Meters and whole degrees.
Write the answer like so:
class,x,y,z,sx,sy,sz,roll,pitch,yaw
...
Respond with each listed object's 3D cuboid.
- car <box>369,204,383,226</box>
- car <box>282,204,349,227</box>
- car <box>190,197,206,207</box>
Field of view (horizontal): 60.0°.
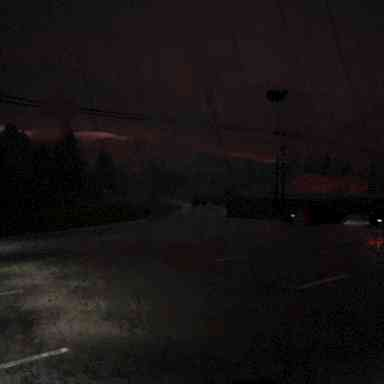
class,x,y,z,sx,sy,sz,roll,pitch,yaw
car,13.621,1.514,22.062,4.892,1.490,1.837,0,0,-35
car,8.474,1.555,22.689,5.357,1.411,2.033,0,0,-36
car,0.931,1.515,51.777,1.837,1.490,4.892,0,0,-9
